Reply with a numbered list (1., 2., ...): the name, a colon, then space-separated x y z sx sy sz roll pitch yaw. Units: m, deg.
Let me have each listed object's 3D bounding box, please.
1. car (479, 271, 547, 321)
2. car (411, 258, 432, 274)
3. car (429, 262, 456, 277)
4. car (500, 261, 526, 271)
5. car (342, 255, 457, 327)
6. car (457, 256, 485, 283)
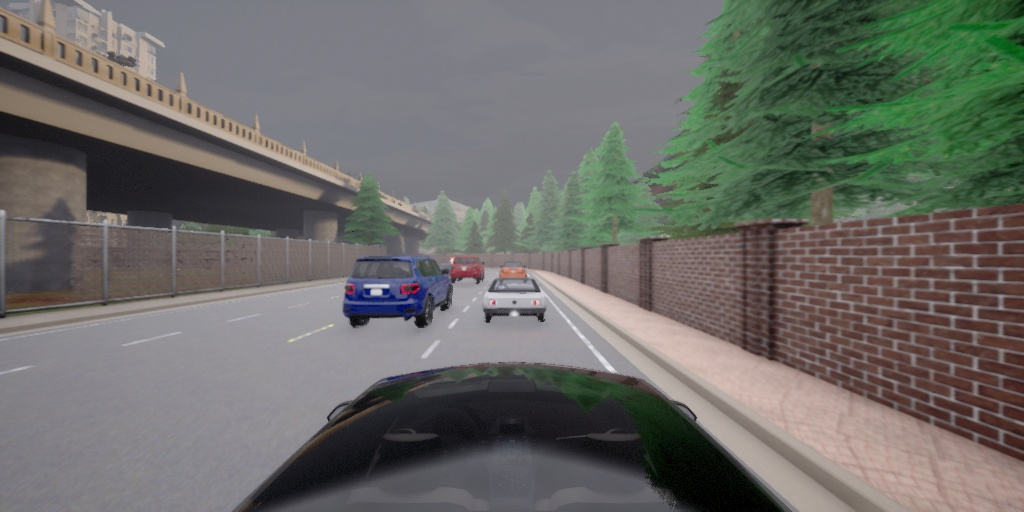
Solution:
1. car: 0.081 1.376 12.503 1.895 1.301 4.718 0 0 0
2. car: -10.883 1.200 43.378 2.097 1.767 4.553 0 0 -9
3. car: -7.160 1.398 37.382 1.994 1.385 4.181 0 0 -1
4. car: 0.085 1.166 28.919 2.097 1.767 4.553 0 0 0
5. car: -3.421 0.998 11.763 2.150 2.045 5.566 0 0 0
6. car: -3.415 1.033 28.302 2.150 2.045 5.566 0 0 0
